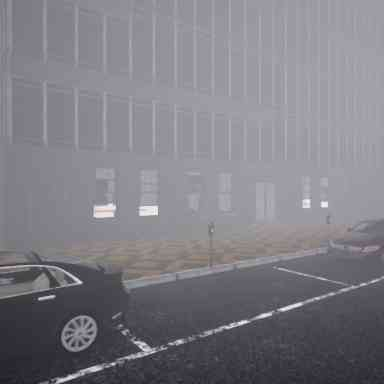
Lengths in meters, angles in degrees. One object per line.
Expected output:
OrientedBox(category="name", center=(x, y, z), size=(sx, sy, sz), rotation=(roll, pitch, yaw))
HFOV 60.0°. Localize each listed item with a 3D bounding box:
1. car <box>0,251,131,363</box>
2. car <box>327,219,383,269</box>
OrientedBox(category="car", center=(-3.002, 1.551, 4.418), size=(4.403, 1.369, 2.008), rotation=(0, 0, -36))
OrientedBox(category="car", center=(6.249, 1.581, 11.051), size=(4.206, 1.307, 1.802), rotation=(0, 0, -36))
